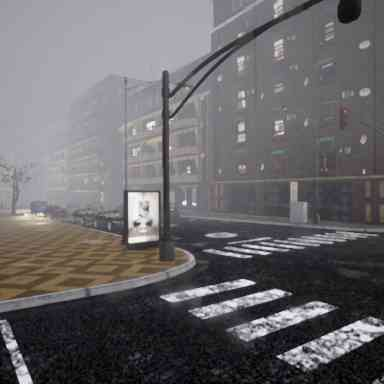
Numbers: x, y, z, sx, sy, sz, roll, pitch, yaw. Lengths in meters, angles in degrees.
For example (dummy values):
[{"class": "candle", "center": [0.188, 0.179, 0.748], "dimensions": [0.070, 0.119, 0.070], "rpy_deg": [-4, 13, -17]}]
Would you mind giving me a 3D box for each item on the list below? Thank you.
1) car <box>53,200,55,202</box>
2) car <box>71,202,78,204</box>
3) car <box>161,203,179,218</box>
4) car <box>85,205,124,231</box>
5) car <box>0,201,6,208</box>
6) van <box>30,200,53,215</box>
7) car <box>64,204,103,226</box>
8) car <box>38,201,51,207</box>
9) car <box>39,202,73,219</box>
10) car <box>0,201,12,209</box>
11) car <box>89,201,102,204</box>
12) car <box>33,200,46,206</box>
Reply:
[{"class": "car", "center": [-31.246, 2.523, 73.272], "dimensions": [1.967, 1.590, 4.097], "rpy_deg": [-2, 0, -36]}, {"class": "car", "center": [-21.450, 2.419, 59.735], "dimensions": [1.802, 1.307, 4.206], "rpy_deg": [-2, 0, -36]}, {"class": "car", "center": [-3.075, 1.820, 34.548], "dimensions": [1.967, 1.590, 4.097], "rpy_deg": [-2, 0, -36]}, {"class": "car", "center": [-5.497, 1.886, 23.160], "dimensions": [2.008, 1.369, 4.403], "rpy_deg": [-2, 0, -36]}, {"class": "car", "center": [-44.561, 2.859, 77.386], "dimensions": [1.887, 1.381, 4.507], "rpy_deg": [-2, 0, -36]}, {"class": "van", "center": [-19.755, 2.033, 43.038], "dimensions": [1.690, 1.788, 3.998], "rpy_deg": [-2, 0, -36]}, {"class": "car", "center": [-8.761, 1.967, 27.673], "dimensions": [2.008, 1.369, 4.403], "rpy_deg": [-2, 0, -36]}, {"class": "car", "center": [-34.506, 2.731, 77.785], "dimensions": [1.947, 1.339, 4.313], "rpy_deg": [-2, 0, -36]}, {"class": "car", "center": [-14.837, 2.113, 36.150], "dimensions": [1.887, 1.381, 4.507], "rpy_deg": [-2, 0, -36]}, {"class": "car", "center": [-38.033, 2.701, 68.361], "dimensions": [2.008, 1.369, 4.403], "rpy_deg": [-2, 0, -36]}, {"class": "car", "center": [-14.922, 2.114, 50.713], "dimensions": [1.967, 1.590, 4.097], "rpy_deg": [-2, 0, -36]}, {"class": "car", "center": [-37.771, 2.792, 82.297], "dimensions": [1.887, 1.381, 4.507], "rpy_deg": [-2, 0, -36]}]
